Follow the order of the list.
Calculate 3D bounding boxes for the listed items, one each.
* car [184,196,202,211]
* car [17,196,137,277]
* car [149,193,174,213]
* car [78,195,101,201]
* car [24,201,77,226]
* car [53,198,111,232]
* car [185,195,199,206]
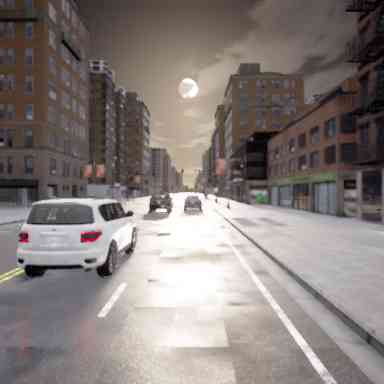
[{"bbox_3d":[0.091,1.215,39.163,2.097,1.767,4.553,0,0,0],"label":"car"},{"bbox_3d":[-3.153,1.188,10.273,2.150,2.045,5.566,0,0,0],"label":"car"},{"bbox_3d":[-3.161,1.101,34.609,2.150,2.045,5.566,0,0,0],"label":"car"},{"bbox_3d":[-22.172,1.349,72.054,4.313,1.339,1.947,0,0,0],"label":"car"},{"bbox_3d":[-9.853,1.447,23.633,1.812,1.442,4.674,0,0,0],"label":"car"},{"bbox_3d":[-6.603,1.283,20.552,2.097,1.767,4.553,0,0,0],"label":"car"},{"bbox_3d":[0.040,1.307,53.292,2.128,1.511,4.902,0,0,0],"label":"car"}]
